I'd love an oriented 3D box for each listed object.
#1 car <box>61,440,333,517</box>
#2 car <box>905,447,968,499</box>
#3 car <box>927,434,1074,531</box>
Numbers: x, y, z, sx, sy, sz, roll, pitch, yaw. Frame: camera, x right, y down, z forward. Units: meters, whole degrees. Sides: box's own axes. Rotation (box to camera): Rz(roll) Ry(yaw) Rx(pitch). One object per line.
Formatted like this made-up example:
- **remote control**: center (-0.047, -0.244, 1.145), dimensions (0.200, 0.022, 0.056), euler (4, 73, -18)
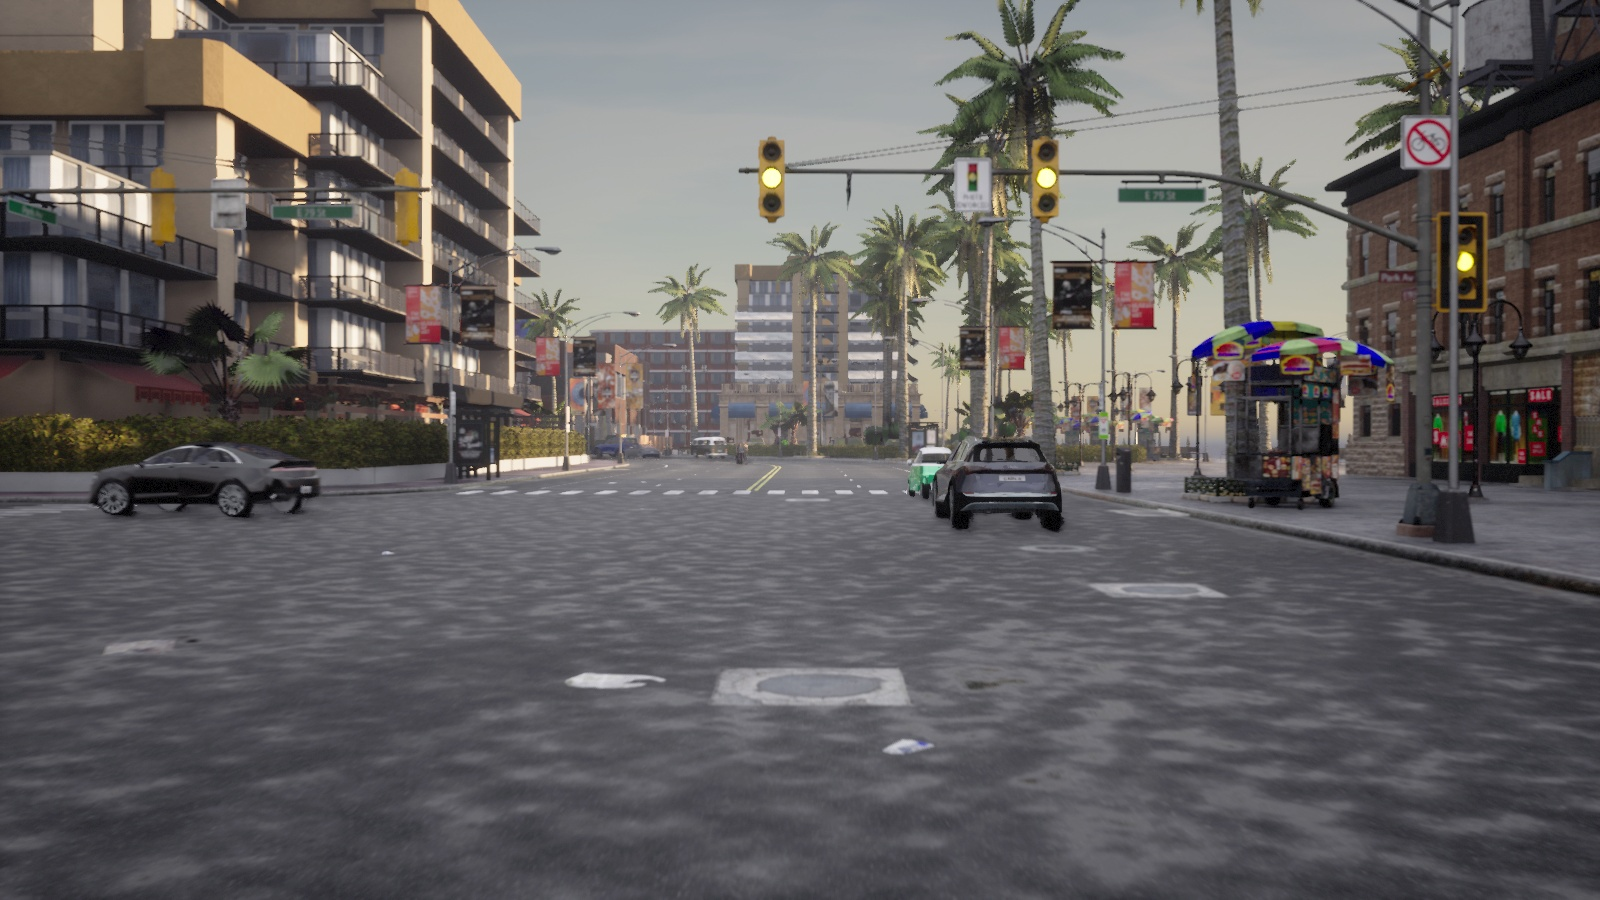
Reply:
- **car**: center (-12.560, 0.545, 26.261), dimensions (4.902, 1.511, 2.128), euler (0, 0, 14)
- **car**: center (3.710, 0.610, 34.422), dimensions (1.481, 1.376, 2.207), euler (0, 1, 0)
- **car**: center (3.650, 0.545, 23.781), dimensions (2.033, 1.649, 4.856), euler (0, 0, 0)
